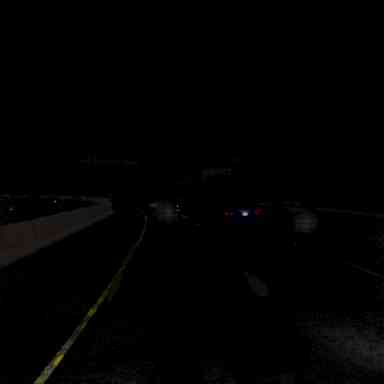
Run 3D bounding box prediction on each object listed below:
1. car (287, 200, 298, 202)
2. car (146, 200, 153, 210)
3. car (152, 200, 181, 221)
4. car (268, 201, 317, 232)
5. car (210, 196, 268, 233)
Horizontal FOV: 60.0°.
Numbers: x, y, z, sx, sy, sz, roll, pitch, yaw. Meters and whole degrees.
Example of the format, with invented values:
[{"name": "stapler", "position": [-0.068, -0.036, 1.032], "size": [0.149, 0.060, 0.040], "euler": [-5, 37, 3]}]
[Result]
[{"name": "car", "position": [8.360, 1.479, 29.164], "size": [1.882, 1.535, 5.008], "euler": [0, 0, -8]}, {"name": "car", "position": [-4.772, 1.626, 42.751], "size": [1.895, 1.301, 4.718], "euler": [0, 0, -13]}, {"name": "car", "position": [-2.043, 1.579, 27.716], "size": [1.994, 1.385, 4.181], "euler": [0, 0, -8]}, {"name": "car", "position": [5.924, 1.526, 20.281], "size": [1.812, 1.442, 4.674], "euler": [0, 0, -6]}, {"name": "car", "position": [2.470, 1.227, 19.854], "size": [2.150, 2.045, 5.566], "euler": [0, 0, -6]}]
